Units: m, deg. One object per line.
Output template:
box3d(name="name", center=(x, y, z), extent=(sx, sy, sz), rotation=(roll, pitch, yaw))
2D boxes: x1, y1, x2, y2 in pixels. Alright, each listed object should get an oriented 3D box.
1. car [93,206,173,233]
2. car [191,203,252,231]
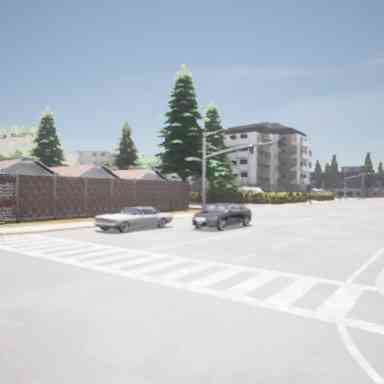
box3d(name="car", center=(-3.298, 1.522, 19.264), extent=(1.895, 1.301, 4.718), rotation=(0, 0, 38))
box3d(name="car", center=(1.903, 1.433, 20.260), extent=(2.128, 1.511, 4.902), rotation=(0, 0, 38))
